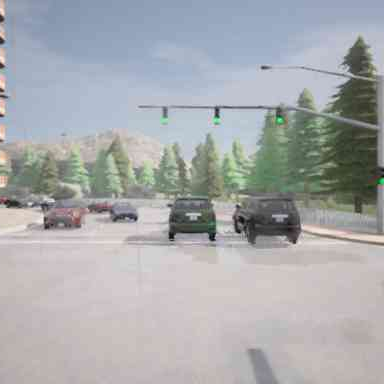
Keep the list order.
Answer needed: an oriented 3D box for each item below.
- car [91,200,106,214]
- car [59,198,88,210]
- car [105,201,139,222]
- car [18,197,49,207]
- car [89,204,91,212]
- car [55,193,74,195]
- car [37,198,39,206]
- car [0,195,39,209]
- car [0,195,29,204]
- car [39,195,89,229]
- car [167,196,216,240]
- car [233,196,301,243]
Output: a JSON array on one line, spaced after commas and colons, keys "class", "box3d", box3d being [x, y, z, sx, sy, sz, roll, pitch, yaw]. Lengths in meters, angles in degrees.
[{"class": "car", "box3d": [-9.357, 1.546, 34.874, 1.895, 1.301, 4.718, 0, 0, -31]}, {"class": "car", "box3d": [-15.270, 1.500, 42.762, 4.181, 1.385, 1.994, 0, 0, 45]}, {"class": "car", "box3d": [-5.414, 1.498, 26.131, 2.033, 1.411, 5.357, 0, 0, -18]}, {"class": "car", "box3d": [-23.230, 1.449, 48.714, 4.674, 1.442, 1.812, 0, 0, 31]}, {"class": "car", "box3d": [-10.628, 1.447, 29.714, 1.837, 1.490, 4.892, 0, 0, -26]}, {"class": "car", "box3d": [-22.210, 1.147, 56.083, 5.566, 2.045, 2.150, 0, 0, 23]}, {"class": "car", "box3d": [-15.533, 1.536, 37.572, 1.895, 1.301, 4.718, 0, 0, -40]}, {"class": "car", "box3d": [-22.987, 1.415, 44.473, 4.902, 1.511, 2.128, 0, 0, 34]}, {"class": "car", "box3d": [-32.151, 1.374, 59.595, 5.008, 1.535, 1.882, 0, 0, 9]}, {"class": "car", "box3d": [-8.018, 1.298, 21.304, 2.097, 1.767, 4.553, 0, 0, -13]}, {"class": "car", "box3d": [-0.079, 1.185, 16.779, 2.150, 2.045, 5.566, 0, 0, -3]}, {"class": "car", "box3d": [3.447, 1.196, 16.171, 2.150, 2.045, 5.566, 0, 1, -3]}]
